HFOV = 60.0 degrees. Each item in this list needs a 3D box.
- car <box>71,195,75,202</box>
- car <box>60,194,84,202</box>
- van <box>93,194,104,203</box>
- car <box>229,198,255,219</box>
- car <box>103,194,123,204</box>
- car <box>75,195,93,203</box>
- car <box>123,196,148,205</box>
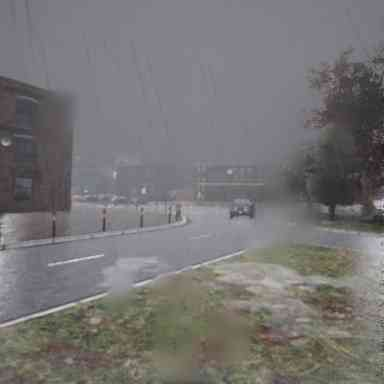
[{"bbox_3d":[-25.098,1.454,74.636,2.097,1.535,5.008,2,-1,31],"label":"car"},{"bbox_3d":[-27.368,1.387,76.011,2.231,1.521,4.892,2,-1,31],"label":"car"},{"bbox_3d":[-17.999,1.438,70.253,1.878,1.987,4.442,2,-1,31],"label":"van"},{"bbox_3d":[5.111,1.591,33.362,2.150,2.045,5.566,1,-1,14],"label":"car"},{"bbox_3d":[-15.433,1.606,68.883,2.185,1.767,4.553,1,-1,31],"label":"car"},{"bbox_3d":[-22.586,1.405,73.175,2.185,1.767,4.553,2,-1,31],"label":"car"},{"bbox_3d":[-10.809,1.870,66.034,2.163,1.488,4.792,1,-1,31],"label":"car"}]
